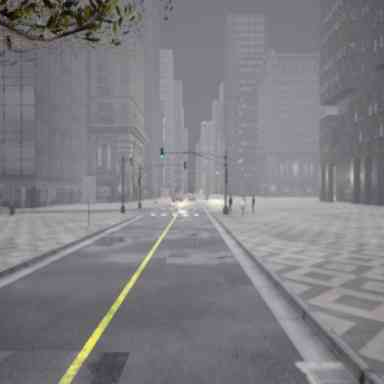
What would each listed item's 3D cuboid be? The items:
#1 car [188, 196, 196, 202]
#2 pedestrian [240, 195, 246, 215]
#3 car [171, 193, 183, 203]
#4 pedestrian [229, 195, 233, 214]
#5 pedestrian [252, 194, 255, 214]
[{"bbox_3d":[0.010,1.554,76.698,2.033,1.411,5.357,0,0,0],"label":"car"},{"bbox_3d":[4.639,1.135,30.240,0.375,1.860,0.375,0,0,0],"label":"pedestrian"},{"bbox_3d":[-2.990,1.234,68.878,2.150,2.045,5.566,0,0,0],"label":"car"},{"bbox_3d":[3.639,1.140,31.440,0.375,1.860,0.375,0,0,0],"label":"pedestrian"},{"bbox_3d":[5.639,1.125,30.840,0.375,1.860,0.375,0,0,0],"label":"pedestrian"}]
